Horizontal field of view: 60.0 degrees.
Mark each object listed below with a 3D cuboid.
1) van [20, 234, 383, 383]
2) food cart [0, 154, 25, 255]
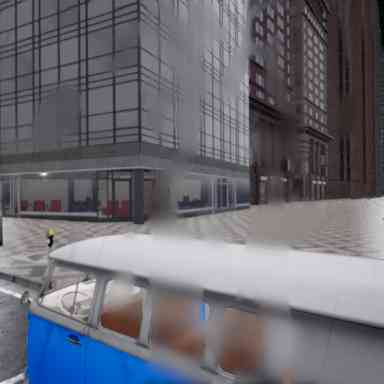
[{"bbox_3d":[0.259,1.341,2.678,3.998,1.788,1.690,0,-1,36],"label":"van"},{"bbox_3d":[-8.795,0.474,12.846,4.660,3.560,2.280,-1,0,36],"label":"food cart"}]
